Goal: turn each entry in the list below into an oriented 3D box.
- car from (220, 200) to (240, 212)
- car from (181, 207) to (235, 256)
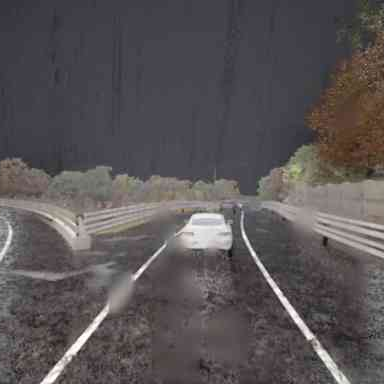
[{"bbox_3d":[4.390,1.688,40.509,2.128,1.511,4.902,0,-2,9],"label":"car"},{"bbox_3d":[0.626,1.531,13.114,1.812,1.442,4.674,0,0,4],"label":"car"}]
